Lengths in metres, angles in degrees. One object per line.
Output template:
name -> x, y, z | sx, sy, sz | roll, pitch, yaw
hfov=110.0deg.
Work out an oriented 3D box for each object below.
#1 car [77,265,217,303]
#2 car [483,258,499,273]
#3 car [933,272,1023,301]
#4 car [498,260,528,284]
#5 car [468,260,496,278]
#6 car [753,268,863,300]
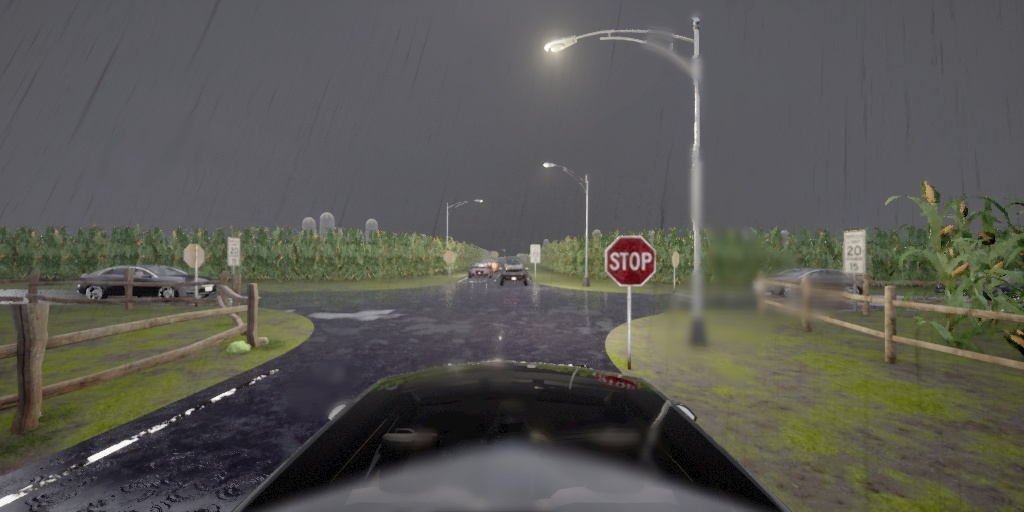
car -> -15.527, 1.144, 15.439 | 4.902, 1.511, 2.128 | 0, -1, -1
car -> -2.796, 1.091, 43.094 | 2.097, 1.767, 4.553 | 0, 0, 0
car -> 24.670, 1.486, 17.911 | 5.357, 1.411, 2.033 | 0, -1, 1
car -> 0.127, 1.250, 26.542 | 1.837, 1.490, 4.892 | 0, 0, 0
car -> -2.819, 1.307, 33.004 | 1.994, 1.385, 4.181 | 0, 0, 0
car -> 14.860, 1.362, 18.014 | 4.902, 1.511, 2.128 | 0, -1, 1
